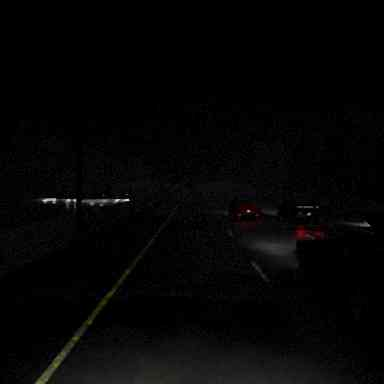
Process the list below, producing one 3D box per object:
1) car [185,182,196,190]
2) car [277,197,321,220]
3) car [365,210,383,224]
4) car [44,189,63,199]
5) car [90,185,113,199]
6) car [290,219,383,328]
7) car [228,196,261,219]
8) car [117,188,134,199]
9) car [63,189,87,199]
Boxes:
[{"bbox_3d":[-0.597,-1.609,86.893,2.150,2.045,5.566,0,3,0],"label":"car"},{"bbox_3d":[7.257,1.103,22.975,2.128,1.511,4.902,0,1,0],"label":"car"},{"bbox_3d":[10.709,1.315,16.356,2.033,1.411,5.357,0,1,0],"label":"car"},{"bbox_3d":[-20.695,0.263,50.282,1.994,1.385,4.181,0,2,1],"label":"car"},{"bbox_3d":[-13.691,-0.070,50.689,2.150,2.045,5.566,0,2,1],"label":"car"},{"bbox_3d":[3.644,1.515,6.762,1.895,1.301,4.718,0,1,0],"label":"car"},{"bbox_3d":[3.767,1.040,24.426,1.882,1.535,5.008,0,2,0],"label":"car"},{"bbox_3d":[-10.190,0.220,50.924,1.837,1.490,4.892,0,2,1],"label":"car"},{"bbox_3d":[-17.198,0.251,49.925,1.812,1.442,4.674,0,2,1],"label":"car"}]
